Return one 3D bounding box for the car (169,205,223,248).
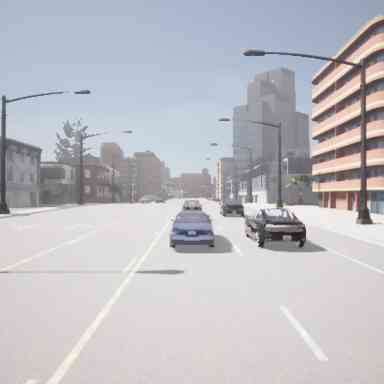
[{"bbox_3d":[0.001,1.527,14.647,2.033,1.411,5.357,0,0,0],"label":"car"}]

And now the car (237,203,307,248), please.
[{"bbox_3d":[3.501,1.459,14.647,2.128,1.511,4.902,0,0,0],"label":"car"}]

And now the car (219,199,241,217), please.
[{"bbox_3d":[3.501,1.383,29.648,1.837,1.490,4.892,0,0,0],"label":"car"}]

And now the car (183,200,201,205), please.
[{"bbox_3d":[0.001,1.430,29.649,2.033,1.411,5.357,0,0,0],"label":"car"}]

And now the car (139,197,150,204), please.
[{"bbox_3d":[-10.498,1.886,73.964,1.812,1.442,4.674,0,-2,0],"label":"car"}]

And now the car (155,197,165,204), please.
[{"bbox_3d":[-6.998,1.901,73.964,2.033,1.411,5.357,0,-2,0],"label":"car"}]
